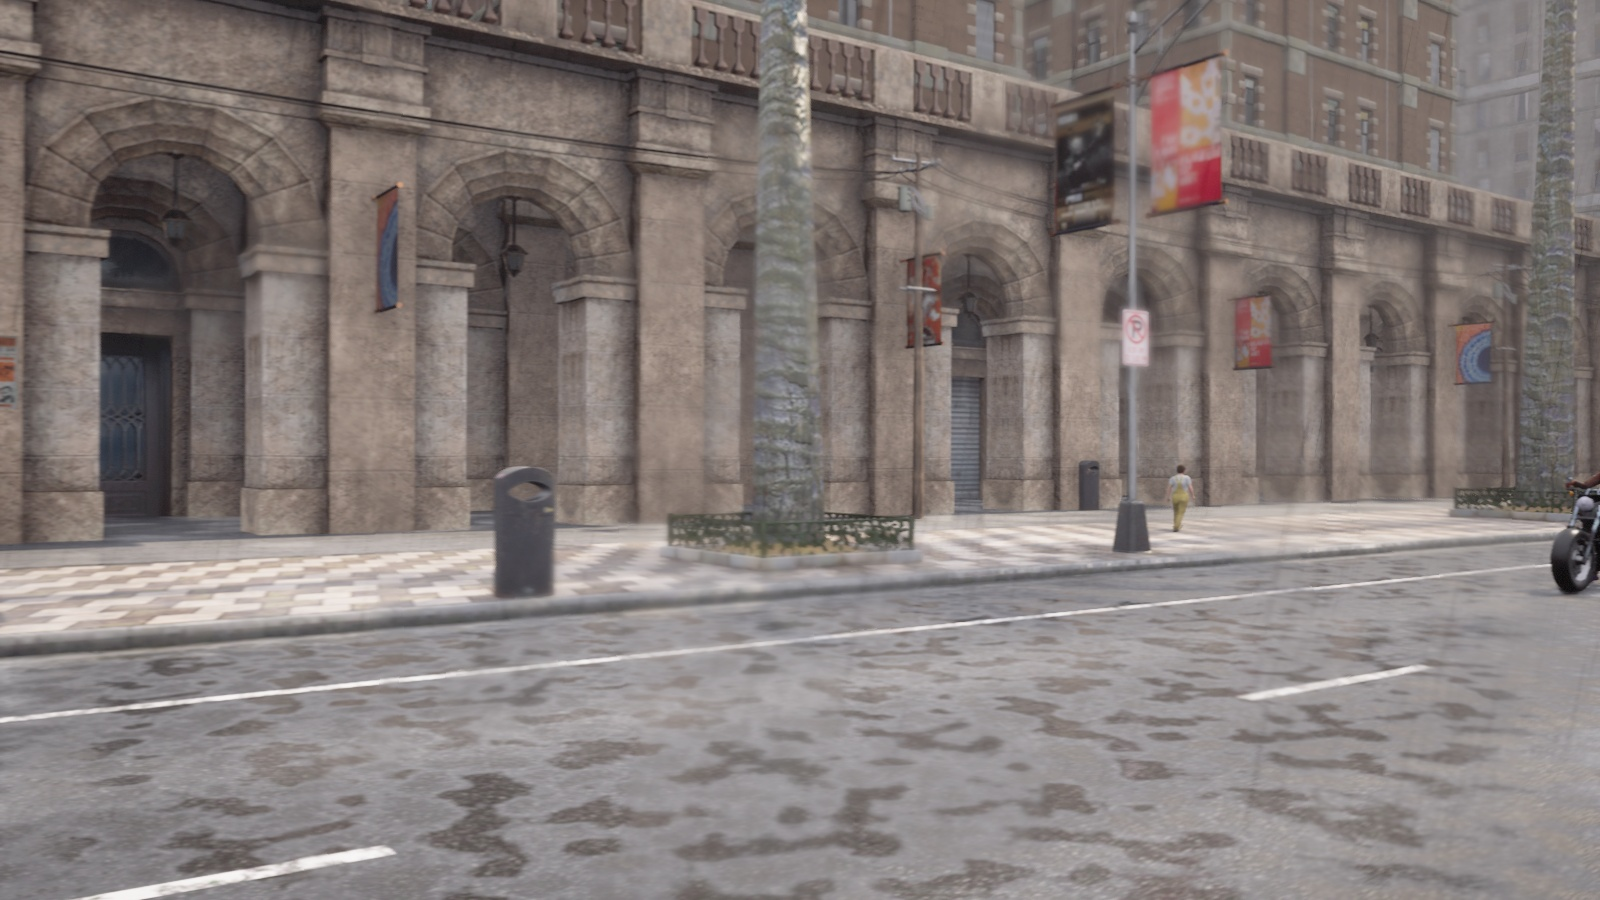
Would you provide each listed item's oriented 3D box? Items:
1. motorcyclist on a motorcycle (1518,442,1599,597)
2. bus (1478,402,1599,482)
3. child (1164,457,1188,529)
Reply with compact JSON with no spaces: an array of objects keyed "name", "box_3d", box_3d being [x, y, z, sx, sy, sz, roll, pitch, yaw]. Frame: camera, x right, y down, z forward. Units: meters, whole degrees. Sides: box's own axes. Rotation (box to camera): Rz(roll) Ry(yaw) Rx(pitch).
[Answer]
[{"name":"motorcyclist on a motorcycle","box_3d":[9.177,0.738,14.334,2.350,1.649,0.766,0,0,-35]},{"name":"bus","box_3d":[43.664,-0.427,69.328,3.944,4.253,10.273,0,0,-35]},{"name":"child","box_3d":[6.627,0.753,22.129,0.270,1.263,0.437,0,0,35]}]
